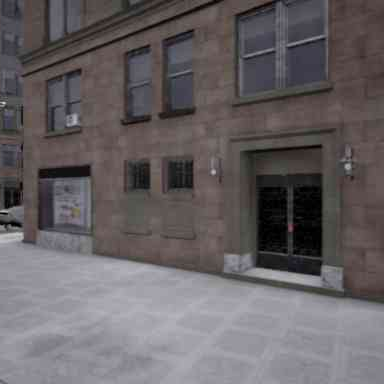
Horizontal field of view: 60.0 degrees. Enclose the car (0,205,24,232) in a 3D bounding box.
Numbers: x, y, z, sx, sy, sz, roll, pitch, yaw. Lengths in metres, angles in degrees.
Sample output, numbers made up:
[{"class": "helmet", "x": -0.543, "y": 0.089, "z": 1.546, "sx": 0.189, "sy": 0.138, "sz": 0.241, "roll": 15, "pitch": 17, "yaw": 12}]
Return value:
[{"class": "car", "x": -9.091, "y": 1.464, "z": 20.097, "sx": 2.128, "sy": 1.511, "sz": 4.902, "roll": 0, "pitch": 0, "yaw": 35}]
